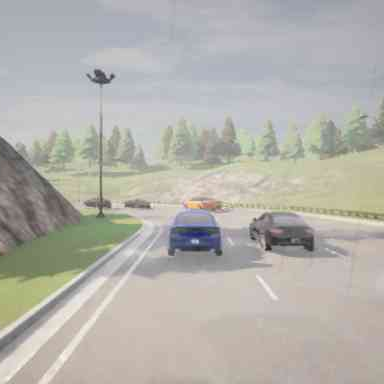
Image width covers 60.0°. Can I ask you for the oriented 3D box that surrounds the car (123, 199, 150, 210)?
[{"bbox_3d":[-7.363,1.556,43.907,1.994,1.385,4.181,0,0,-45],"label":"car"}]

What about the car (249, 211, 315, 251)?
[{"bbox_3d":[3.603,1.522,13.864,1.812,1.442,4.674,0,0,0],"label":"car"}]

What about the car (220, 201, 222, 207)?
[{"bbox_3d":[1.834,1.468,44.117,1.882,1.535,5.008,1,-1,-36],"label":"car"}]

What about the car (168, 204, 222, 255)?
[{"bbox_3d":[0.104,1.475,13.375,1.882,1.535,5.008,0,0,0],"label":"car"}]

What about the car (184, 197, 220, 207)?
[{"bbox_3d":[0.775,1.343,39.304,2.097,1.767,4.553,0,0,-31],"label":"car"}]

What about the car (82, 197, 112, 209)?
[{"bbox_3d":[-12.692,1.499,44.205,4.892,1.490,1.837,0,-2,39],"label":"car"}]
